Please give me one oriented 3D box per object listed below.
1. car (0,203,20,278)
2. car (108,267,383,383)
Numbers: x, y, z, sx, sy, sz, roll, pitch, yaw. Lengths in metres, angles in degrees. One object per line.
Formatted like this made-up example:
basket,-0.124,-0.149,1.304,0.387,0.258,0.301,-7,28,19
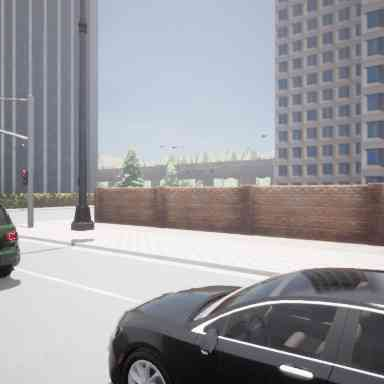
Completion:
car,-6.786,1.221,8.819,5.566,2.045,2.150,0,0,35
car,1.290,1.505,3.073,4.892,1.490,1.837,0,0,36
